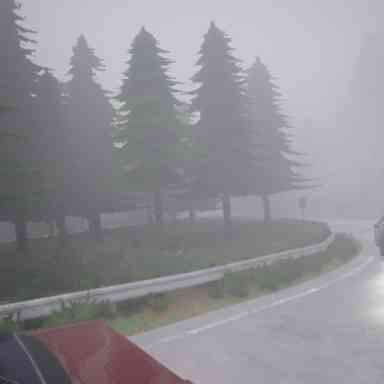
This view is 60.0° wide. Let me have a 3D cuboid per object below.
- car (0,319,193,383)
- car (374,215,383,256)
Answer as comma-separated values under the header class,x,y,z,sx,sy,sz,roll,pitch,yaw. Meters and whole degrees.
class,x,y,z,sx,sy,sz,roll,pitch,yaw
car,-2.339,1.657,1.796,4.718,1.301,1.895,0,-1,-38
car,8.583,1.660,13.535,2.128,1.511,4.902,-3,-2,26
